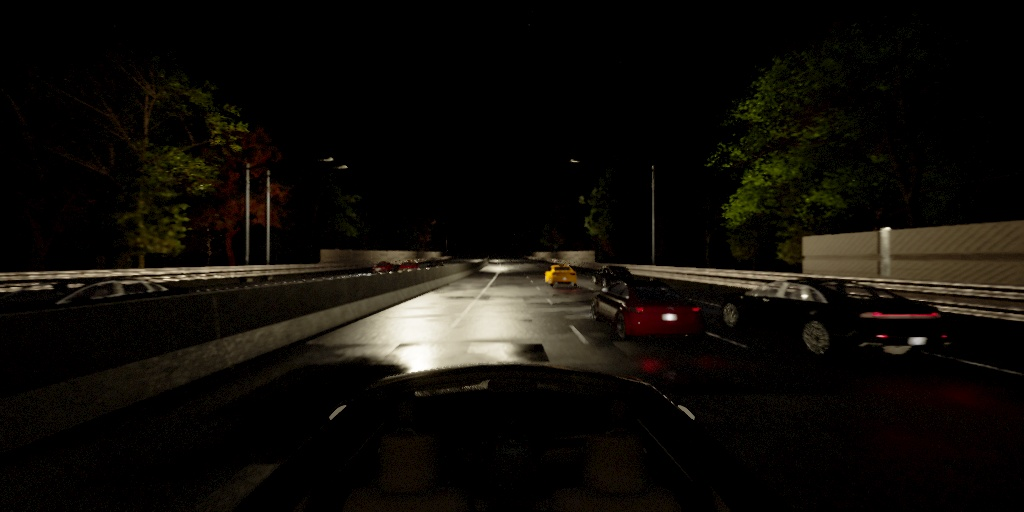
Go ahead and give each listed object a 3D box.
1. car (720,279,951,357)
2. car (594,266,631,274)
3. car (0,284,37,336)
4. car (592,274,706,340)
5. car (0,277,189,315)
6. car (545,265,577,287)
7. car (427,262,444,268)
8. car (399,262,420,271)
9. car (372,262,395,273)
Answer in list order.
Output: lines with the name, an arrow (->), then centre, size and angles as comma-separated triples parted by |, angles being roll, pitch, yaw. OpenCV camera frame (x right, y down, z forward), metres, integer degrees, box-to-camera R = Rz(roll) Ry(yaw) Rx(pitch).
car -> 7.102, 1.298, 8.708 | 2.128, 1.511, 4.902 | 0, 0, 0
car -> 7.097, 1.445, 25.464 | 1.837, 1.490, 4.892 | 0, 0, 0
car -> -14.098, 1.399, 7.568 | 1.895, 1.301, 4.718 | 0, 0, 0
car -> 3.603, 1.382, 10.195 | 1.994, 1.385, 4.181 | 0, 0, 0
car -> -10.598, 1.299, 8.770 | 2.128, 1.511, 4.902 | 0, 0, 0
car -> 3.592, 1.430, 26.957 | 1.882, 1.535, 5.008 | 0, 0, 0
car -> -10.784, 1.596, 50.726 | 1.837, 1.490, 4.892 | 0, 0, 0
car -> -14.274, 1.568, 49.906 | 1.882, 1.535, 5.008 | 0, 0, 0
car -> -17.769, 1.615, 49.680 | 1.812, 1.442, 4.674 | 0, 0, 0
